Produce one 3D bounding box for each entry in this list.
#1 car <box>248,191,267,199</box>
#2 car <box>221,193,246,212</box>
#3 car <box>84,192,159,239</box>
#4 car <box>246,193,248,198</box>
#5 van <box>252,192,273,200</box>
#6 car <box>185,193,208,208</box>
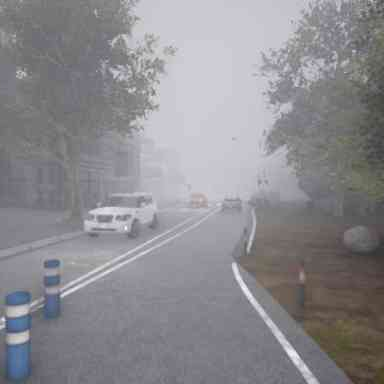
[{"bbox_3d":[14.845,0.781,66.683,5.566,2.045,2.435,1,-1,-12],"label":"car"},{"bbox_3d":[3.971,1.105,32.780,2.128,1.511,4.902,0,1,10],"label":"car"},{"bbox_3d":[-3.260,1.057,16.690,2.150,2.045,5.566,0,1,10],"label":"car"},{"bbox_3d":[16.862,0.968,81.339,5.566,2.045,2.435,1,-1,-12],"label":"car"},{"bbox_3d":[16.540,0.959,78.429,4.442,1.987,1.878,1,-1,-12],"label":"van"},{"bbox_3d":[0.596,0.891,38.937,2.097,1.767,4.553,0,1,10],"label":"car"}]
